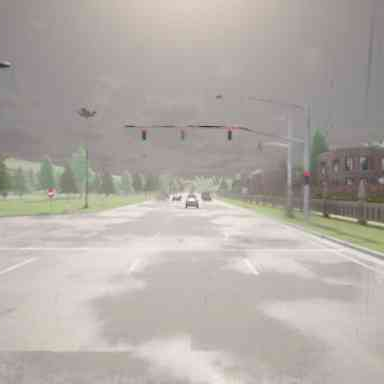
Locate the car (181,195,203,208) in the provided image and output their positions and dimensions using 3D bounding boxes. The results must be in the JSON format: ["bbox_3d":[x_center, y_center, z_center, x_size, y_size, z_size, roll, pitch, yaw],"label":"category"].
[{"bbox_3d":[-0.002,1.436,44.467,2.033,1.411,5.357,0,0,0],"label":"car"}]

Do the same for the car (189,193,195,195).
[{"bbox_3d":[-0.003,1.158,75.466,2.097,1.767,4.553,0,0,0],"label":"car"}]

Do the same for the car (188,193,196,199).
[{"bbox_3d":[-0.003,1.118,85.499,1.837,1.490,4.892,0,0,0],"label":"car"}]

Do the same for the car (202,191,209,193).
[{"bbox_3d":[3.497,0.843,85.529,2.150,2.045,5.566,0,0,0],"label":"car"}]

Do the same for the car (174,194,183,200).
[{"bbox_3d":[-3.503,1.157,85.499,2.033,1.411,5.357,0,0,0],"label":"car"}]

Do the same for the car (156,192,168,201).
[{"bbox_3d":[-7.003,1.327,75.496,1.812,1.442,4.674,0,0,0],"label":"car"}]

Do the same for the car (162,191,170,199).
[{"bbox_3d":[-7.003,0.842,85.528,2.150,2.045,5.566,0,0,0],"label":"car"}]

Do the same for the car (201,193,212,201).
[{"bbox_3d":[3.497,1.398,75.527,1.895,1.301,4.718,0,0,0],"label":"car"}]

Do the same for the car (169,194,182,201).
[{"bbox_3d":[-3.503,1.355,75.496,1.994,1.385,4.181,0,0,0],"label":"car"}]
